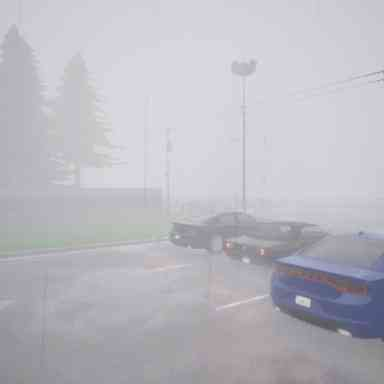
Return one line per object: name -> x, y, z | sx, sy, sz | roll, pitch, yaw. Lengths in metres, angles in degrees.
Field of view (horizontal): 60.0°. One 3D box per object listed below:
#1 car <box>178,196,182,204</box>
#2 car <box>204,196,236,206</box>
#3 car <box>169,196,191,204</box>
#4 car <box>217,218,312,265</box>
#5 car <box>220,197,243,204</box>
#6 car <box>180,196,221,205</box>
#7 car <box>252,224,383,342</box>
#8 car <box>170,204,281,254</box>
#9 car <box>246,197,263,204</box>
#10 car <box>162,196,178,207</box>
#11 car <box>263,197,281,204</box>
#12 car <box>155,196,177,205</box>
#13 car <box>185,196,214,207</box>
car -> -1.487, 1.486, 49.160 | 1.994, 1.385, 4.181 | 0, 0, -37
car -> 4.352, 1.449, 53.065 | 2.033, 1.411, 5.357 | 0, 0, -36
car -> -2.270, 1.466, 62.300 | 1.994, 1.385, 4.181 | 0, 0, -36
car -> 3.294, 1.576, 10.391 | 4.718, 1.301, 1.895 | 0, 0, -35
car -> 3.718, 1.413, 41.960 | 2.128, 1.511, 4.902 | 0, 0, -36
car -> 0.968, 1.533, 39.785 | 1.895, 1.301, 4.718 | 0, 0, -36
car -> 3.659, 1.459, 6.353 | 5.008, 1.535, 1.882 | 0, 0, -35
car -> 1.490, 1.452, 13.404 | 5.008, 1.535, 1.882 | 0, 0, -35
car -> 6.580, 1.416, 43.979 | 1.837, 1.490, 4.892 | 0, 0, -36
car -> -4.411, 1.437, 47.235 | 1.837, 1.490, 4.892 | 0, 0, -36
car -> 9.954, 1.427, 45.289 | 1.812, 1.442, 4.674 | 0, 0, -36
car -> -4.736, 1.476, 59.703 | 1.994, 1.385, 4.181 | 0, 0, -36
car -> 1.054, 1.390, 51.640 | 1.882, 1.535, 5.008 | 0, 0, -36
